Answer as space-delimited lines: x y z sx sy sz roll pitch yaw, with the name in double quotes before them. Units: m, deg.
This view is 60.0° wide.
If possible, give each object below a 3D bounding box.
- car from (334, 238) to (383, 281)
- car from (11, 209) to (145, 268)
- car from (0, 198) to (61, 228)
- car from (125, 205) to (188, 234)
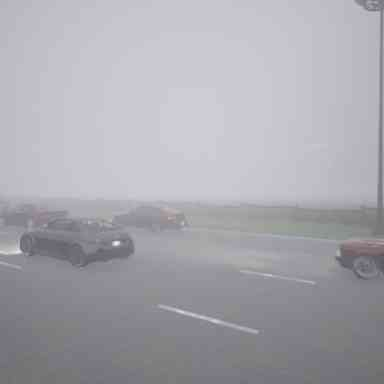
"car" 6.145 1.606 8.203 4.718 1.301 1.895 1 0 36
"car" -3.881 1.489 11.076 4.181 1.385 1.994 1 0 36
"car" -9.131 1.331 19.138 5.008 1.535 1.882 1 0 36
"car" -2.355 1.427 18.593 4.674 1.442 1.812 1 0 36
